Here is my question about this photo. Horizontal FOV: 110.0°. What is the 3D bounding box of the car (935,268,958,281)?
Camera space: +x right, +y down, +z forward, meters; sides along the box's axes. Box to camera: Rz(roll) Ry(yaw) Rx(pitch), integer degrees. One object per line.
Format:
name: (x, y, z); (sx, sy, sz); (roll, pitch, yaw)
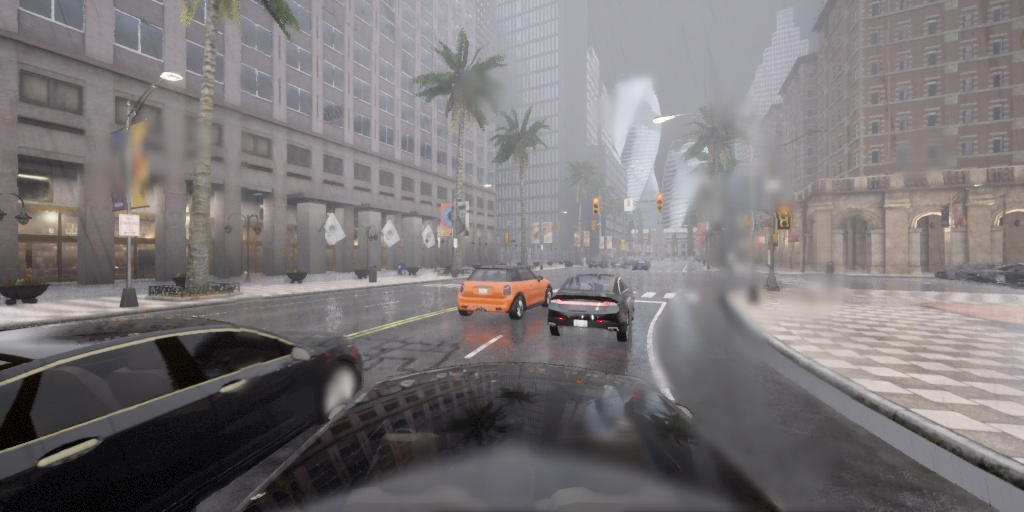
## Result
car: (36.128, 1.314, 27.863); (4.181, 1.385, 1.994); (0, 0, 27)

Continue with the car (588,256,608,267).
car: (13.761, 0.971, 57.178); (2.150, 2.045, 5.566); (0, 0, 27)

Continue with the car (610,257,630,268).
car: (16.816, 1.241, 55.455); (2.128, 1.511, 4.902); (0, 0, 27)

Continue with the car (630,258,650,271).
car: (17.898, 1.275, 49.399); (1.812, 1.442, 4.674); (0, 0, 27)

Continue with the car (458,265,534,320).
car: (-0.051, 1.102, 13.028); (2.097, 1.767, 4.553); (0, 0, 23)

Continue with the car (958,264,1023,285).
car: (34.913, 1.254, 24.559); (4.892, 1.490, 1.837); (0, 0, 27)

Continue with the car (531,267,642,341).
car: (2.374, 1.242, 9.999); (2.128, 1.511, 4.902); (0, 0, 22)

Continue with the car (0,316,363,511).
car: (-3.085, 1.256, 2.903); (1.837, 1.490, 4.892); (0, 0, 6)
